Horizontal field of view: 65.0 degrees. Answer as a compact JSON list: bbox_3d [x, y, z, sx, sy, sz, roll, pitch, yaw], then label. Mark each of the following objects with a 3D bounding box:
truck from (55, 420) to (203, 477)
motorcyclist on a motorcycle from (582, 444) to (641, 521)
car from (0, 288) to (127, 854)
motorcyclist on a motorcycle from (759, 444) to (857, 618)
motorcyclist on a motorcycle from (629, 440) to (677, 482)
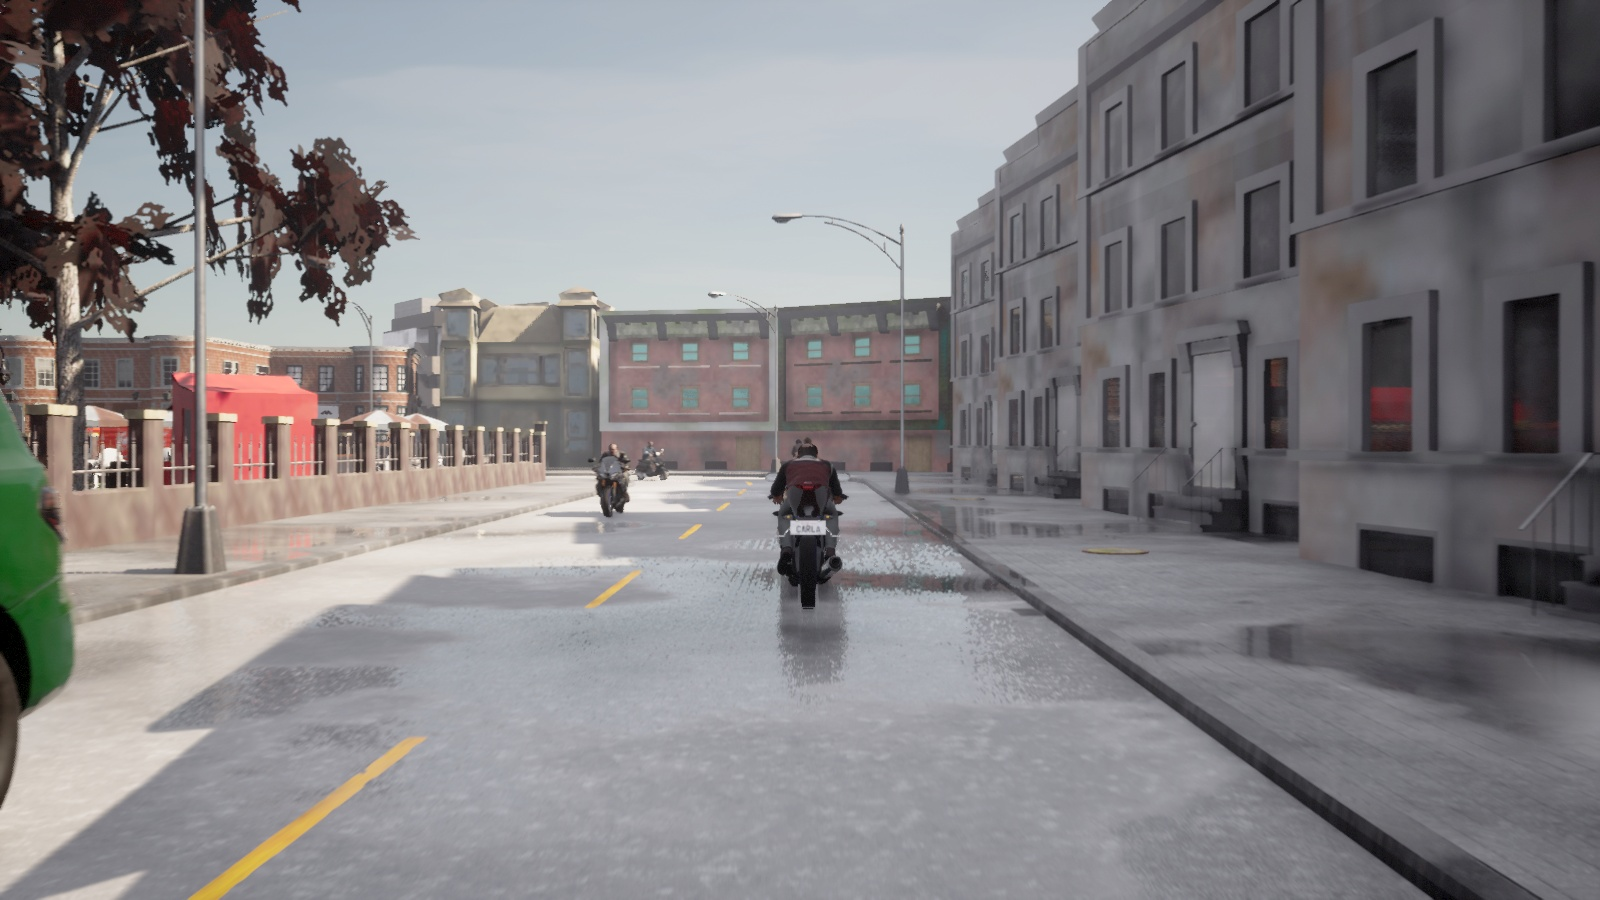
[{"bbox_3d":[-29.827,-0.083,55.963,5.204,2.467,2.627,0,0,1],"label":"truck"},{"bbox_3d":[-3.858,0.633,25.847,0.866,1.530,2.191,0,0,0],"label":"motorcyclist on a motorcycle"},{"bbox_3d":[-3.971,0.448,2.597,2.150,2.045,5.566,0,0,0],"label":"car"},{"bbox_3d":[0.077,0.713,12.213,0.866,1.530,2.191,0,0,0],"label":"motorcyclist on a motorcycle"},{"bbox_3d":[-5.804,0.417,49.482,1.817,1.590,0.866,0,3,42],"label":"motorcyclist on a motorcycle"}]
